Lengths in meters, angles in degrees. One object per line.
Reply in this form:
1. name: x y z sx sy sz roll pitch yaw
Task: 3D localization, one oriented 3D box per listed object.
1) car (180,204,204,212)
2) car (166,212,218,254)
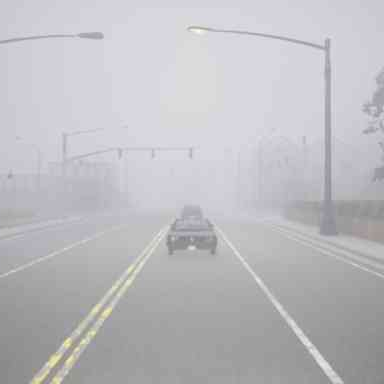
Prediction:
1. car: 0.000 1.781 29.310 1.837 1.490 4.892 0 0 0
2. car: 0.000 1.733 14.104 1.895 1.301 4.718 0 0 0
